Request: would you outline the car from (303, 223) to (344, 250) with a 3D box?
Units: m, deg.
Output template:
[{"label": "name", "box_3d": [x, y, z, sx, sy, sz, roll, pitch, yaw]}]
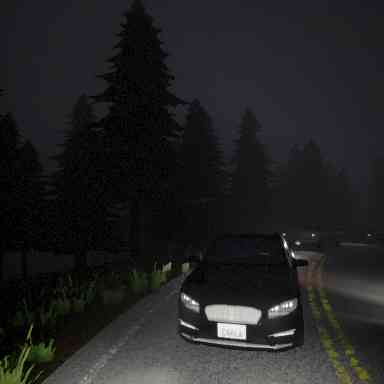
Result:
[{"label": "car", "box_3d": [6.481, 2.306, 17.670, 1.895, 1.301, 4.718, -3, -6, 39]}]

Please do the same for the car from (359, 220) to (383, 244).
[{"label": "car", "box_3d": [15.806, 3.222, 26.443, 5.566, 2.045, 2.150, 8, -8, -28]}]

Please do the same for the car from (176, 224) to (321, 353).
[{"label": "car", "box_3d": [1.131, 1.561, 6.594, 2.128, 1.511, 4.902, -1, -2, 15]}]

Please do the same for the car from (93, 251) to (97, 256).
[{"label": "car", "box_3d": [-20.285, 13.650, 72.956, 4.181, 1.381, 1.994, -2, -5, 31]}]
